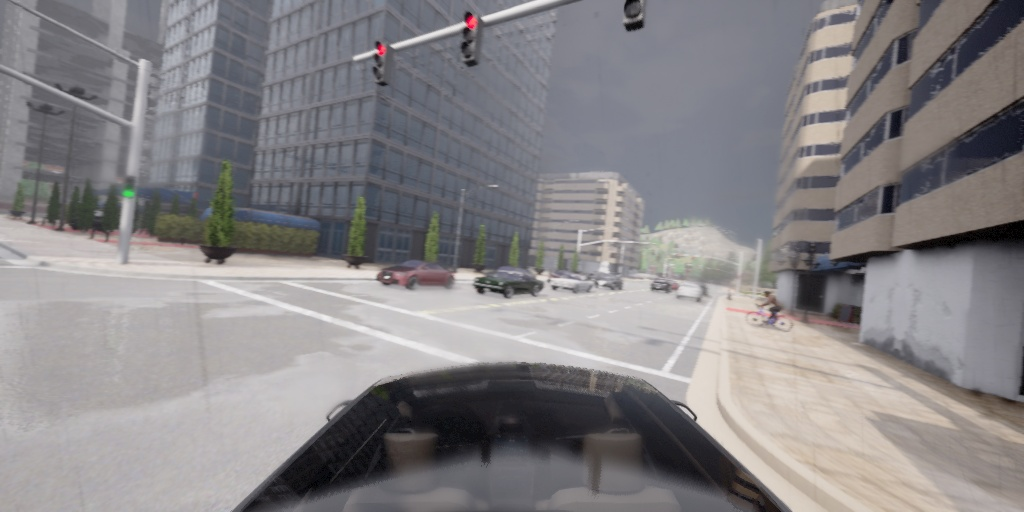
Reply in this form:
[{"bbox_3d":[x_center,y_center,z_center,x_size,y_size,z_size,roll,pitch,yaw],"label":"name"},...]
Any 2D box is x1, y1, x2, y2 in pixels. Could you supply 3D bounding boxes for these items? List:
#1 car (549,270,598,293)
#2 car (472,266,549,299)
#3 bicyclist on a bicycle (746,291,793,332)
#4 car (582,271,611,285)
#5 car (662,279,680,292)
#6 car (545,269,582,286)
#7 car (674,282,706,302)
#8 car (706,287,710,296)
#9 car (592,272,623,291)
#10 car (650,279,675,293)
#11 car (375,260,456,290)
[{"bbox_3d":[4.583,2.026,27.059,1.895,1.301,4.718,6,0,31],"label":"car"},{"bbox_3d":[-0.070,1.460,19.178,1.895,1.301,4.718,6,0,31],"label":"car"},{"bbox_3d":[11.034,2.351,15.345,1.656,1.620,0.582,7,0,31],"label":"bicyclist on a bicycle"},{"bbox_3d":[10.351,2.677,43.576,1.837,1.490,4.892,6,0,31],"label":"car"},{"bbox_3d":[22.215,4.087,50.139,1.994,1.385,4.181,6,0,26],"label":"car"},{"bbox_3d":[5.043,2.092,34.653,1.994,1.385,4.181,6,0,32],"label":"car"},{"bbox_3d":[16.315,3.280,32.817,1.812,1.442,4.674,6,-1,31],"label":"car"},{"bbox_3d":[23.052,4.077,44.172,1.837,1.490,4.892,6,-1,32],"label":"car"},{"bbox_3d":[9.660,2.533,35.614,2.128,1.511,4.902,6,0,31],"label":"car"},{"bbox_3d":[17.339,3.418,41.485,2.128,1.511,4.902,6,0,31],"label":"car"},{"bbox_3d":[-4.714,0.905,18.166,1.994,1.385,4.181,6,0,31],"label":"car"}]
